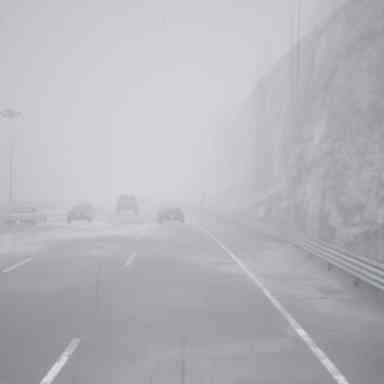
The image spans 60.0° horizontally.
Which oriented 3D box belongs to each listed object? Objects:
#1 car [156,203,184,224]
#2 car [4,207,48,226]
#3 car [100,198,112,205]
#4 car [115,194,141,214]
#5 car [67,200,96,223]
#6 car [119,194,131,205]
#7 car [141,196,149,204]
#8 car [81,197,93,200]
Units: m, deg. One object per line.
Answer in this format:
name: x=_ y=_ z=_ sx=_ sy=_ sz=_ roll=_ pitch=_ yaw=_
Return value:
car: x=-1.726 y=1.539 z=25.249 sx=1.812 sy=1.442 sz=4.674 roll=0 pitch=0 yaw=-10
car: x=-12.236 y=1.755 z=24.854 sx=1.895 sy=1.301 sz=4.718 roll=-1 pitch=0 yaw=-10
car: x=-16.088 y=1.792 z=62.445 sx=1.895 sy=1.301 sz=4.718 roll=-1 pitch=0 yaw=-10
car: x=-7.309 y=1.302 z=37.187 sx=2.150 sy=2.045 sz=5.566 roll=0 pitch=0 yaw=-13
car: x=-8.840 y=1.655 z=26.780 sx=2.033 sy=1.411 sz=5.357 roll=-1 pitch=0 yaw=-12
car: x=-13.137 y=1.369 z=65.361 sx=2.150 sy=2.045 sz=5.566 roll=-1 pitch=0 yaw=-10
car: x=-9.324 y=1.577 z=64.376 sx=1.882 sy=1.535 sz=5.008 roll=-1 pitch=0 yaw=-11
car: x=-19.315 y=1.712 z=60.879 sx=1.882 sy=1.535 sz=5.008 roll=-1 pitch=0 yaw=-11
